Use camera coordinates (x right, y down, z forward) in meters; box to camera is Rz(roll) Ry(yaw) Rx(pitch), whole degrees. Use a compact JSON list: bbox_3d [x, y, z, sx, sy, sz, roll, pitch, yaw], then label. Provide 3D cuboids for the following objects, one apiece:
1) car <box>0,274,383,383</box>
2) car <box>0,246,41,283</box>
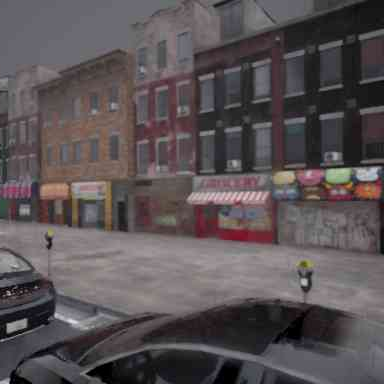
[{"bbox_3d":[0.350,1.571,2.571,4.313,1.339,1.947,0,-1,35],"label":"car"},{"bbox_3d":[-4.132,1.580,5.764,4.403,1.369,2.008,0,-1,35],"label":"car"}]
